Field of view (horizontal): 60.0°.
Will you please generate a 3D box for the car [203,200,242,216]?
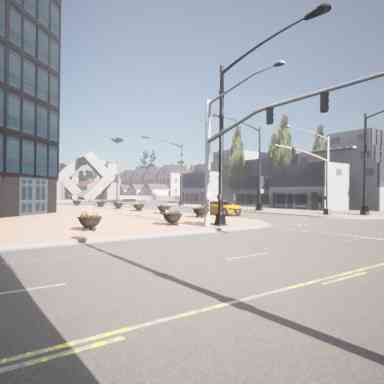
[{"bbox_3d":[2.956,1.563,33.648,1.882,1.535,5.008,1,-1,-35],"label":"car"}]
